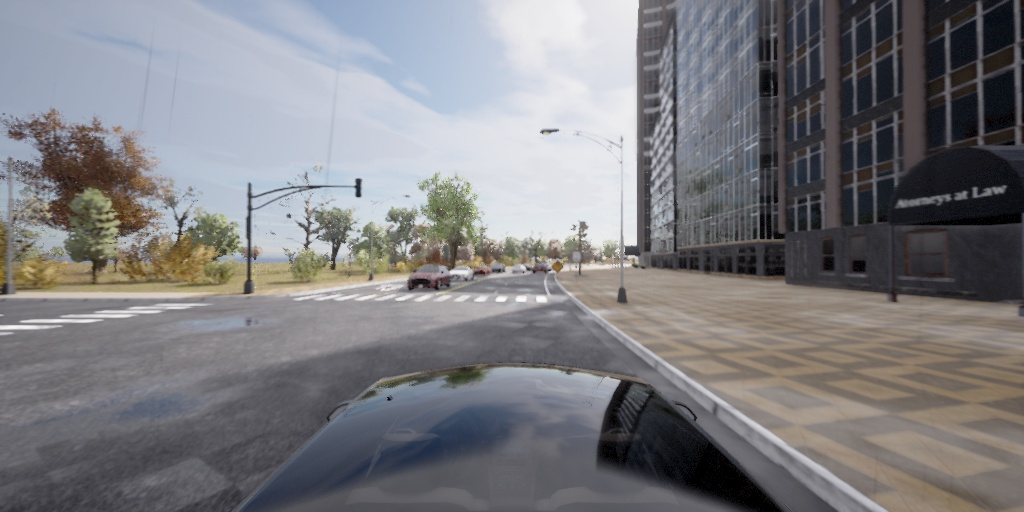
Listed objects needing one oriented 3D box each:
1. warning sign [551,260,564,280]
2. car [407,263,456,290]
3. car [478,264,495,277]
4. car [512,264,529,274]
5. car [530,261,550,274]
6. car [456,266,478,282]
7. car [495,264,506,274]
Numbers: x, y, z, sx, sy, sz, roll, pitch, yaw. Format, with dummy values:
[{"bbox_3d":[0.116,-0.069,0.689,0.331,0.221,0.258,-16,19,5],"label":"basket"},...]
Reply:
[{"bbox_3d":[4.400,1.312,34.601,1.300,1.860,1.060,0,0,5],"label":"warning sign"},{"bbox_3d":[-5.753,1.406,25.400,2.097,1.767,4.553,0,-1,4],"label":"car"},{"bbox_3d":[-3.880,1.929,45.585,1.895,1.301,4.718,0,-1,7],"label":"car"},{"bbox_3d":[1.161,2.017,56.860,1.812,1.442,4.674,0,-1,8],"label":"car"},{"bbox_3d":[4.455,1.851,56.916,2.097,1.767,4.553,0,-1,9],"label":"car"},{"bbox_3d":[-4.957,1.716,35.488,1.812,1.442,4.674,0,-1,5],"label":"car"},{"bbox_3d":[-2.270,1.964,57.047,1.882,1.535,5.008,0,-1,9],"label":"car"}]
